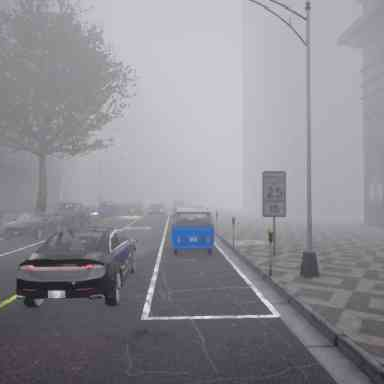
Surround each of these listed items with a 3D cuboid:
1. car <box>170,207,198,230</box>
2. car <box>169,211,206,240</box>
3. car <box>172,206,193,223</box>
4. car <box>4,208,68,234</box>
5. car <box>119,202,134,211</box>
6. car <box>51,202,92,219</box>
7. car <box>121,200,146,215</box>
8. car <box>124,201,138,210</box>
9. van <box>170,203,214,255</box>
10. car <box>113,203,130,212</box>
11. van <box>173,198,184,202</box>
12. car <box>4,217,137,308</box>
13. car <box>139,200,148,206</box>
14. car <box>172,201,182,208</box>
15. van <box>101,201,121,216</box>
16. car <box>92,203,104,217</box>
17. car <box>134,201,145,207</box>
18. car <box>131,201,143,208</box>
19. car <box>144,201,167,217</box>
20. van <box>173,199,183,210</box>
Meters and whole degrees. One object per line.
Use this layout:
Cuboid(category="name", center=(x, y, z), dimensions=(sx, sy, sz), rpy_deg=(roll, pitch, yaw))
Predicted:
Cuboid(category="car", center=(-0.643, 1.900, 24.846), dimensions=(1.887, 1.381, 4.507), rpy_deg=(0, -1, -3))
Cuboid(category="car", center=(-0.344, 1.842, 19.442), dimensions=(1.947, 1.339, 4.313), rpy_deg=(0, -1, -3))
Cuboid(category="car", center=(-0.942, 2.018, 30.251), dimensions=(1.802, 1.307, 4.206), rpy_deg=(0, -1, -3))
Cuboid(category="car", center=(-8.843, 1.808, 18.741), dimensions=(1.887, 1.381, 4.507), rpy_deg=(0, -1, -3))
Cuboid(category="car", center=(-10.877, 2.342, 55.534), dimensions=(1.752, 1.417, 4.829), rpy_deg=(0, -1, -3))
Cuboid(category="car", center=(-9.134, 1.656, 24.025), dimensions=(2.192, 1.841, 5.009), rpy_deg=(0, -1, -3))
Cuboid(category="car", center=(-7.430, 2.121, 43.198), dimensions=(2.128, 1.511, 4.902), rpy_deg=(0, -1, -3))
Cuboid(category="car", center=(-11.179, 2.451, 60.984), dimensions=(2.008, 1.369, 4.403), rpy_deg=(0, -1, -3))
Cuboid(category="van", center=(-0.044, 1.538, 14.041), dimensions=(1.690, 1.788, 3.998), rpy_deg=(0, -1, -3))
Cuboid(category="car", center=(-10.595, 2.304, 50.422), dimensions=(1.947, 1.339, 4.313), rpy_deg=(0, -1, -3))
Cuboid(category="van", center=(-1.837, 2.021, 46.467), dimensions=(1.690, 1.788, 3.998), rpy_deg=(0, -1, -3))
Cuboid(category="car", center=(-2.492, 1.603, 8.220), dimensions=(2.128, 1.511, 4.902), rpy_deg=(0, -1, -3))
Cuboid(category="car", center=(-12.626, 2.858, 87.146), dimensions=(2.008, 1.369, 4.403), rpy_deg=(0, -1, -3))
Cuboid(category="car", center=(-3.033, 2.577, 68.081), dimensions=(1.947, 1.339, 4.313), rpy_deg=(0, -1, -3))
Cuboid(category="van", center=(-10.010, 1.919, 39.865), dimensions=(1.690, 1.788, 3.998), rpy_deg=(0, -1, -3))
Cuboid(category="car", center=(-9.427, 1.970, 29.302), dimensions=(2.008, 1.369, 4.403), rpy_deg=(0, -1, -3))
Cuboid(category="car", center=(-12.024, 2.681, 76.275), dimensions=(1.887, 1.381, 4.507), rpy_deg=(0, -1, -3))
Cuboid(category="car", center=(-11.724, 2.603, 70.840), dimensions=(2.008, 1.369, 4.403), rpy_deg=(0, -1, -3))
Cuboid(category="car", center=(-4.148, 2.117, 39.183), dimensions=(2.033, 1.411, 5.357), rpy_deg=(0, -1, -3))
Cuboid(category="van", center=(-2.435, 2.186, 57.276), dimensions=(1.690, 1.788, 3.998), rpy_deg=(0, -1, -3))
